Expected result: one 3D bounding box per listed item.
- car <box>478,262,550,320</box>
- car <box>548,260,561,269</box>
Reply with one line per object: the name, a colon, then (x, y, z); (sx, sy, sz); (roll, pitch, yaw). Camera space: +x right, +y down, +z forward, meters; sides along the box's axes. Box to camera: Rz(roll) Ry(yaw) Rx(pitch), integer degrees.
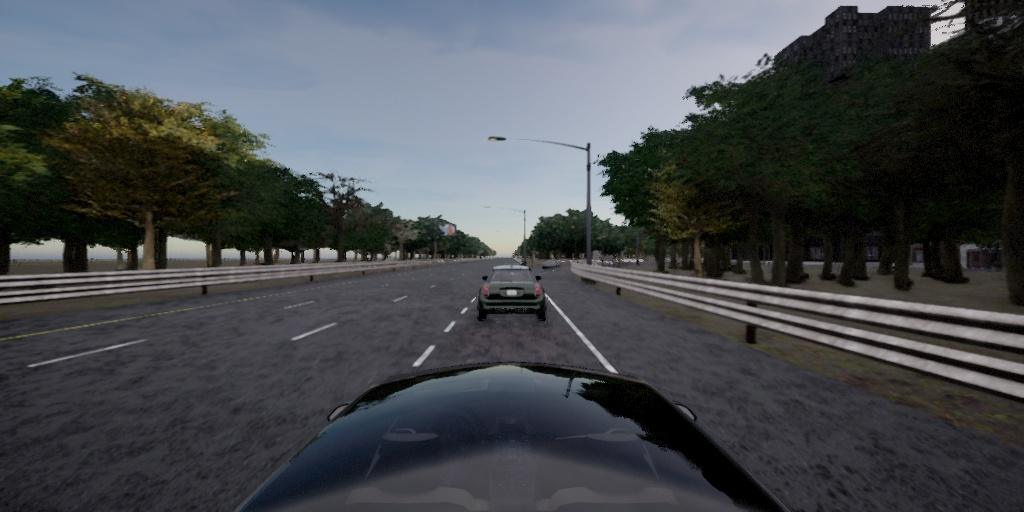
car: (-0.006, 1.114, 12.791); (2.097, 1.767, 4.553); (0, 0, 0)
car: (6.256, 1.373, 56.046); (1.994, 1.385, 4.181); (0, 0, 22)
